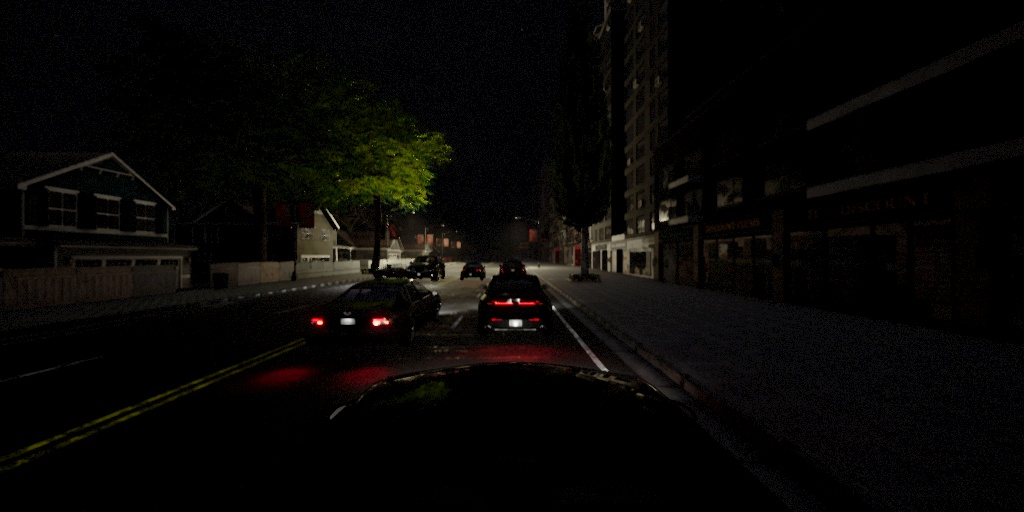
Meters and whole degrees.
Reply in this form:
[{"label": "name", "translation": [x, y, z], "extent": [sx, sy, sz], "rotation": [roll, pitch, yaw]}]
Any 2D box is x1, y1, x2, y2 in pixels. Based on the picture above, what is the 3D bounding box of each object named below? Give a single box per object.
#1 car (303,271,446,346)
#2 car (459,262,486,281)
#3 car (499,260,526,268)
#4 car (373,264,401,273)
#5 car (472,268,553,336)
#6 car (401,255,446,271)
[{"label": "car", "translation": [-3.166, 1.297, 9.339], "extent": [2.033, 1.411, 5.357], "rotation": [0, 0, -1]}, {"label": "car", "translation": [-3.238, 1.265, 30.242], "extent": [1.812, 1.442, 4.674], "rotation": [0, 0, 0]}, {"label": "car", "translation": [0.021, 1.092, 28.715], "extent": [2.097, 1.767, 4.553], "rotation": [0, 0, -1]}, {"label": "car", "translation": [-9.937, 1.340, 30.003], "extent": [1.895, 1.301, 4.718], "rotation": [0, 0, 0]}, {"label": "car", "translation": [0.074, 1.253, 10.434], "extent": [1.837, 1.490, 4.892], "rotation": [0, 0, 0]}, {"label": "car", "translation": [-6.682, 0.962, 28.441], "extent": [2.150, 2.045, 5.566], "rotation": [0, 0, 0]}]
